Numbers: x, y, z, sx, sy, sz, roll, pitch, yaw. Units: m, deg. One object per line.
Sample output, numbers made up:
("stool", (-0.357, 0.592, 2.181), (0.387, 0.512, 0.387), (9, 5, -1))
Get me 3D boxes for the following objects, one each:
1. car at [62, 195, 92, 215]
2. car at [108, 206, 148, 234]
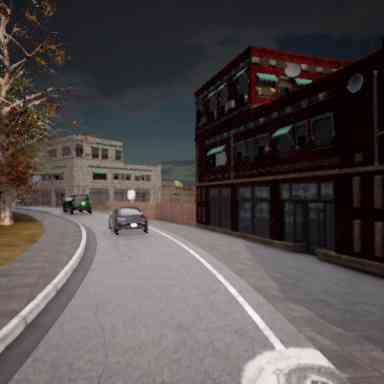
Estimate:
("car", (-12.589, 1.334, 36.361), (2.150, 2.045, 5.566), (0, 0, -33))
("car", (-3.748, 1.557, 19.367), (1.812, 1.442, 4.674), (0, 0, -19))
